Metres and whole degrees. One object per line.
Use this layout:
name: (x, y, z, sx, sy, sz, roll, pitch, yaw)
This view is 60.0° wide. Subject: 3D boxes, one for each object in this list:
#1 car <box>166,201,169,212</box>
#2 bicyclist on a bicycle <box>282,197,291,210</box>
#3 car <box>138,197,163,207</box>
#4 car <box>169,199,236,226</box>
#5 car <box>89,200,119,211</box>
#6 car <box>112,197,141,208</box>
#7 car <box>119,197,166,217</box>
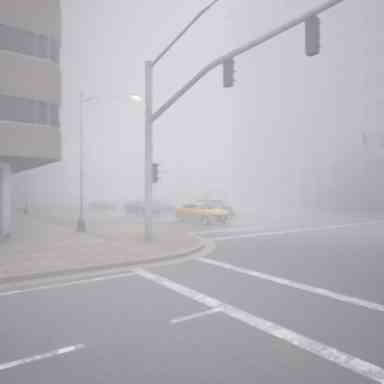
car: (-3.654, 1.517, 36.271, 1.882, 1.535, 5.008, 0, 0, -36)
bicyclist on a bicycle: (11.414, 1.370, 40.165, 1.656, 1.620, 0.582, 0, 0, -36)
car: (-6.716, 1.547, 53.183, 2.128, 1.511, 4.902, 0, 0, -31)
car: (0.656, 1.509, 24.393, 1.882, 1.535, 5.008, 0, 0, -36)
car: (-10.744, 1.633, 40.108, 1.895, 1.301, 4.718, 0, 0, -36)
car: (-10.174, 1.594, 51.159, 2.033, 1.411, 5.357, 0, 0, -39)
car: (-4.836, 1.510, 31.951, 1.882, 1.535, 5.008, 0, 0, -36)
